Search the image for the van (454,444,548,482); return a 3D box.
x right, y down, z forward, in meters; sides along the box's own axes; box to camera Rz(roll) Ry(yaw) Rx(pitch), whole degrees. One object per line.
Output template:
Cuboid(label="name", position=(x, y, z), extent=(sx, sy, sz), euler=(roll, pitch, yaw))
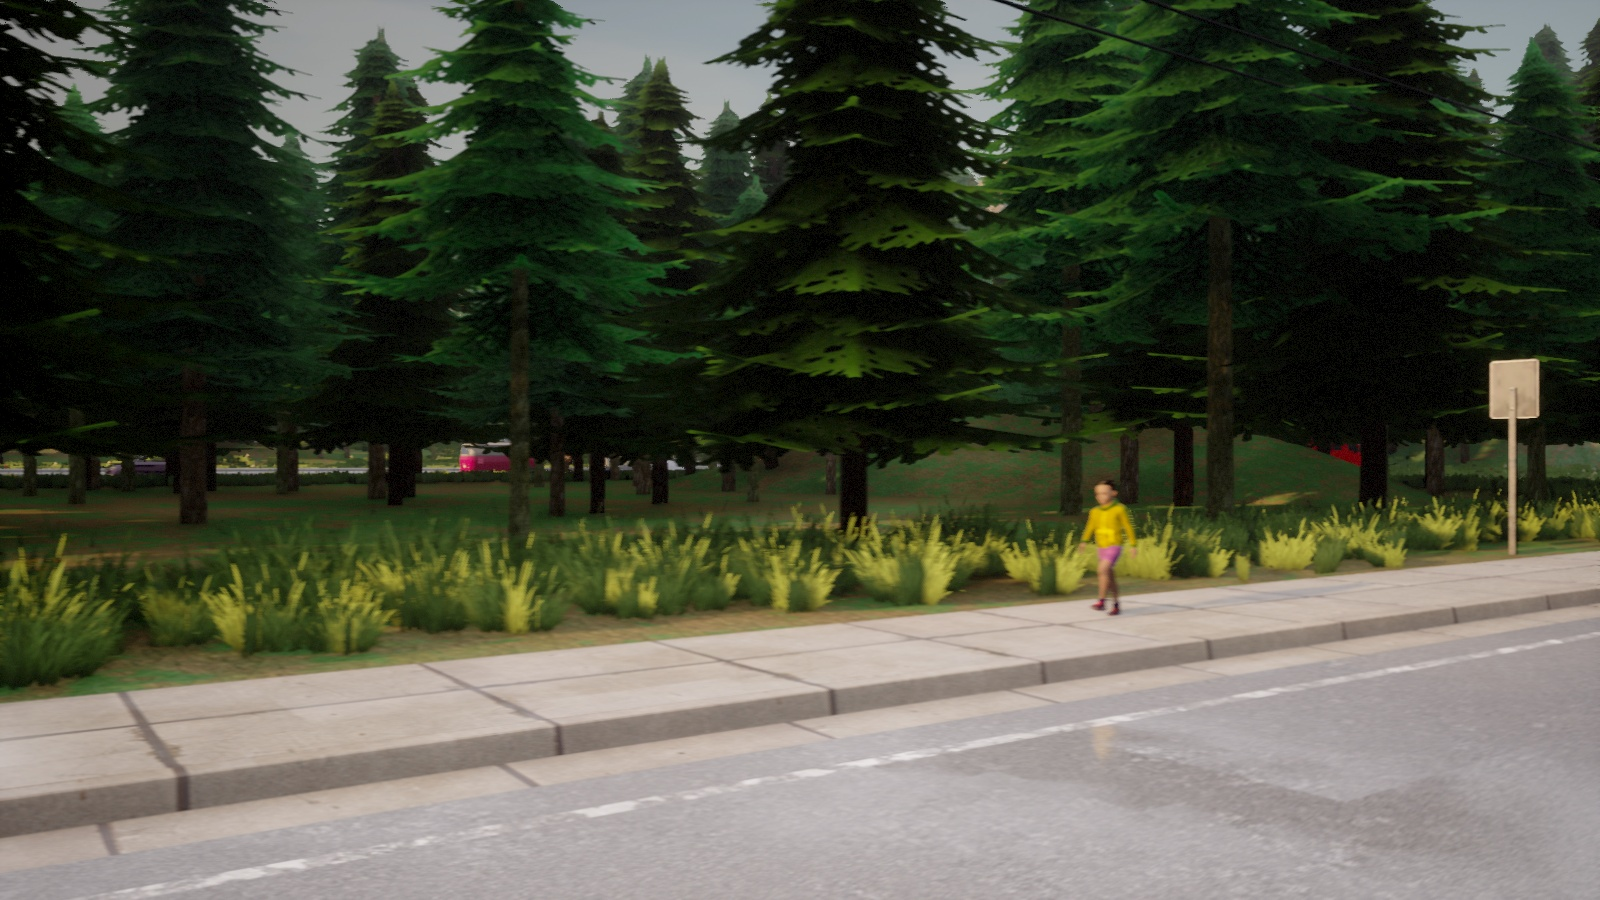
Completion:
Cuboid(label="van", position=(-15.728, 0.664, 66.160), extent=(4.442, 1.987, 1.775), euler=(0, 0, -35))

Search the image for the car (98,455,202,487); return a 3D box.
Cuboid(label="car", position=(-30.934, 0.961, 59.802), extent=(4.193, 1.474, 1.816), euler=(0, 0, -36))

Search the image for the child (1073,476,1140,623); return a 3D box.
Cuboid(label="child", position=(2.509, 0.799, 10.272), extent=(0.473, 1.160, 0.299), euler=(0, 0, -38))

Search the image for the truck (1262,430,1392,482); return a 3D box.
Cuboid(label="truck", position=(25.767, 0.289, 61.551), extent=(2.627, 2.467, 5.204), euler=(0, 0, -38))
